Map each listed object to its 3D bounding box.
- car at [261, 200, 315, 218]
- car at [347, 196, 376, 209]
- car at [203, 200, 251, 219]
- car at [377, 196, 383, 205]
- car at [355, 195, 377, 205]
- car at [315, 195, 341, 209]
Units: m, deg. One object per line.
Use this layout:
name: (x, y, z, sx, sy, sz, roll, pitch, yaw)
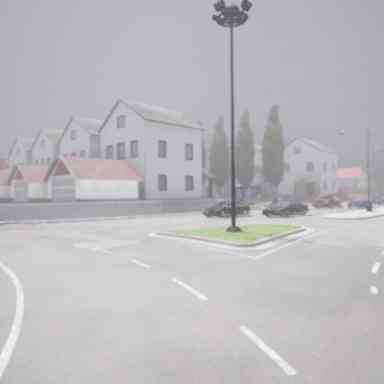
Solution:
car: (8.280, 1.466, 29.102, 5.357, 1.411, 2.033, -1, 0, -43)
car: (21.187, 1.315, 41.898, 4.674, 1.442, 1.812, 0, 0, -45)
car: (3.148, 1.476, 29.339, 4.892, 1.490, 1.837, -1, 0, -40)
car: (29.724, 1.230, 50.456, 4.674, 1.442, 1.812, -1, 0, -45)
car: (28.288, 1.284, 53.942, 4.181, 1.385, 1.994, 0, 0, -45)
car: (17.531, 1.178, 43.201, 4.553, 1.767, 2.097, -1, 0, -45)
